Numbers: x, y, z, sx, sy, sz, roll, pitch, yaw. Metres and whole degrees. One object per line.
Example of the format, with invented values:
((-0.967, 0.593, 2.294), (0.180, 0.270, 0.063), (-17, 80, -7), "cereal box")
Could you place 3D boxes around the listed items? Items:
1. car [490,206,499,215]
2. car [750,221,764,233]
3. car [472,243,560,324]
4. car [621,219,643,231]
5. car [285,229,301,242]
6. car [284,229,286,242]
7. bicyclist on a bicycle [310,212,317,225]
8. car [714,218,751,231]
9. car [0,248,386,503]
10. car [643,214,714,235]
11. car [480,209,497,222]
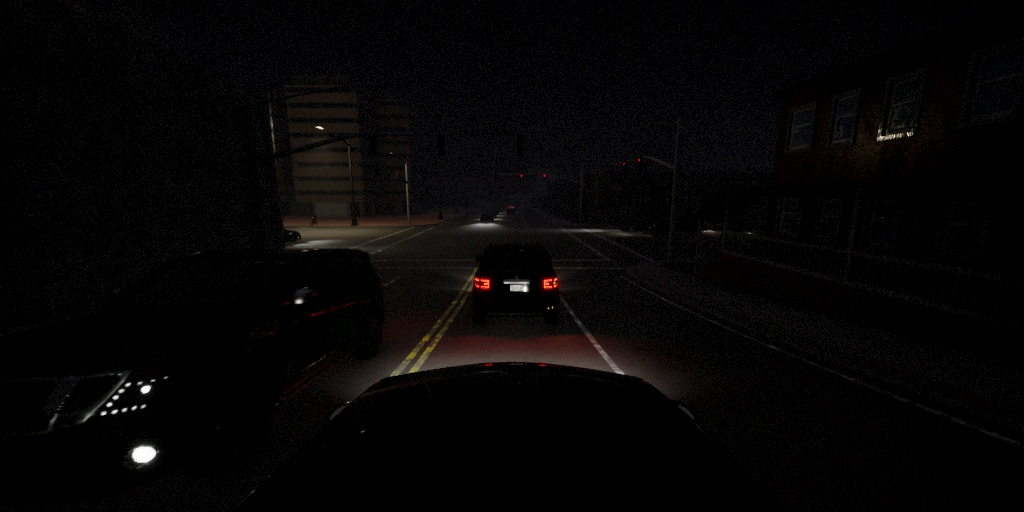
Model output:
((-3.710, -7.442, 62.849), (1.812, 1.442, 4.674), (0, 10, 0), "car")
((27.661, -2.968, 36.678), (4.674, 1.442, 1.812), (0, 10, 0), "car")
((0.065, 0.603, 10.723), (2.150, 2.045, 5.566), (0, 4, -1), "car")
((14.762, -3.491, 40.171), (4.718, 1.301, 1.895), (0, 10, 0), "car")
((-20.099, -1.803, 29.612), (4.892, 1.490, 1.837), (0, 10, 0), "car")
((-19.906, -1.229, 26.167), (4.902, 1.511, 2.128), (0, 10, 0), "car")
((-25.367, -4.779, 45.839), (0.582, 1.620, 1.656), (0, 10, 0), "bicyclist on a bicycle")
((24.744, -3.557, 40.123), (4.674, 1.442, 1.812), (0, 10, 0), "car")
((-3.595, 0.919, 5.082), (2.150, 2.045, 5.566), (0, 2, -1), "car")
((16.885, -3.273, 36.644), (5.566, 2.045, 2.150), (0, 10, 0), "car")
((-3.715, -5.874, 54.102), (1.895, 1.301, 4.718), (0, 10, 0), "car")
